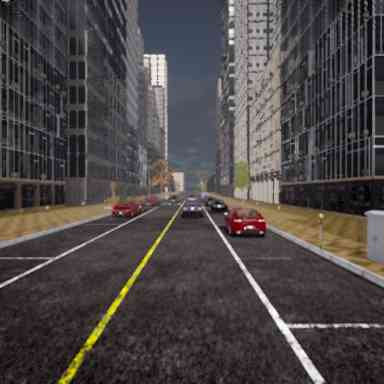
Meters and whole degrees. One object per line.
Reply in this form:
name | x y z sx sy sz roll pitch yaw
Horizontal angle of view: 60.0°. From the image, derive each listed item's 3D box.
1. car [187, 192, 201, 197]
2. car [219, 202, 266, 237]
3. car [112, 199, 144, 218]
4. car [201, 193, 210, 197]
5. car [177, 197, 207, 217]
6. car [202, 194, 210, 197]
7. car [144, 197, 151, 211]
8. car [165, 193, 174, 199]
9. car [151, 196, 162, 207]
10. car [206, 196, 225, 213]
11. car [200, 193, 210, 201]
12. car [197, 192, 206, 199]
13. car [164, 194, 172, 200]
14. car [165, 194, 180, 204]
car | -0.033 1.170 52.984 2.033 1.649 4.856 0 0 0
car | 2.680 1.467 17.476 1.887 1.381 4.507 0 0 0
car | -5.708 1.411 28.861 1.887 1.381 4.507 0 0 0
car | 2.654 1.280 57.321 1.947 1.339 4.313 0 0 0
car | 0.046 1.410 29.547 2.033 1.411 5.357 0 0 0
car | 2.661 1.342 45.937 1.947 1.339 4.313 0 0 0
car | -5.712 1.418 34.555 1.802 1.307 4.206 0 0 0
car | -5.746 1.093 85.788 2.008 1.369 4.403 0 0 0
car | -5.719 1.321 45.939 1.887 1.381 4.507 0 0 0
car | 2.669 1.403 34.553 1.947 1.339 4.313 0 0 0
car | 2.646 1.088 68.705 1.967 1.590 4.097 0 0 0
car | 2.632 0.821 91.473 2.192 1.841 5.009 0 0 0
car | -5.742 1.104 79.924 1.752 1.417 4.829 0 0 0
car | -3.098 1.222 56.545 1.837 1.490 4.892 0 0 0
